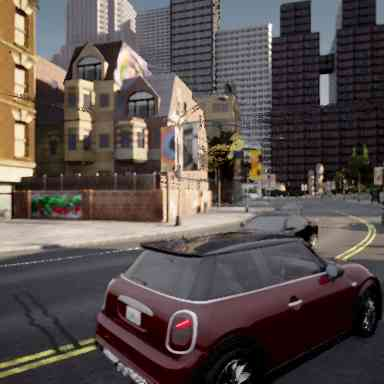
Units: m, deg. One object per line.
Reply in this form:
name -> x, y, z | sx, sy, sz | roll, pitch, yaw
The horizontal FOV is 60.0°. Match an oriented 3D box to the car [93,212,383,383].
car -> 0.992, 1.376, 5.008 | 4.553, 1.767, 2.097 | 0, 0, -40

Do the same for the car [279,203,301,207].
car -> 7.605, 1.599, 25.930 | 2.128, 1.511, 4.902 | 0, 0, 22

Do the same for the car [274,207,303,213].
car -> 2.993, 1.530, 12.094 | 1.882, 1.535, 5.008 | 0, 0, 40

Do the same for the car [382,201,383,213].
car -> 21.766, 1.656, 34.912 | 2.033, 1.411, 5.357 | 0, 0, 16

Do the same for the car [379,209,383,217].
car -> 13.600, 1.574, 21.822 | 1.837, 1.490, 4.892 | 0, 0, 26
